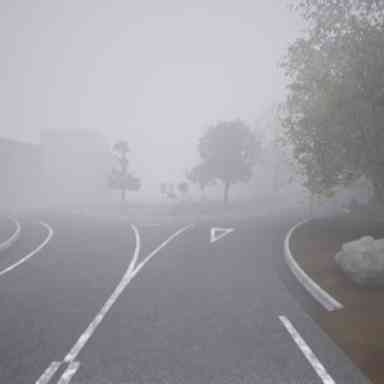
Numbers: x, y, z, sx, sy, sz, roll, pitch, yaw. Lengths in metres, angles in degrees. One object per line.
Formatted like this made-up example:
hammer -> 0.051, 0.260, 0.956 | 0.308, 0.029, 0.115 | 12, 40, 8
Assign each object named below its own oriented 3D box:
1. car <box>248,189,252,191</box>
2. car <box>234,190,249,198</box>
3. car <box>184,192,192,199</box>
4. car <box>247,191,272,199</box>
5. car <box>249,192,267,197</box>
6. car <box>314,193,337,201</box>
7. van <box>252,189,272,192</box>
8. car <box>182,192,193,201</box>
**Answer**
car -> 17.980, 0.751, 89.437 | 5.366, 1.575, 1.946 | 0, 2, 1
car -> 13.044, 0.841, 87.406 | 2.128, 1.511, 4.902 | 0, 2, 1
car -> -0.931, 0.717, 77.665 | 1.882, 1.535, 5.008 | 0, 1, 1
car -> 14.633, 1.109, 72.394 | 1.895, 1.301, 4.718 | 1, -1, -30
car -> 18.244, 0.708, 92.207 | 4.792, 1.488, 2.163 | 0, 2, 1
car -> 21.931, 0.661, 55.222 | 2.097, 1.767, 4.553 | 0, 0, -14
van -> 17.949, 0.681, 83.882 | 4.442, 1.987, 1.878 | 0, 2, 1
car -> -0.832, 1.029, 60.521 | 1.895, 1.301, 4.718 | 0, 1, -4
